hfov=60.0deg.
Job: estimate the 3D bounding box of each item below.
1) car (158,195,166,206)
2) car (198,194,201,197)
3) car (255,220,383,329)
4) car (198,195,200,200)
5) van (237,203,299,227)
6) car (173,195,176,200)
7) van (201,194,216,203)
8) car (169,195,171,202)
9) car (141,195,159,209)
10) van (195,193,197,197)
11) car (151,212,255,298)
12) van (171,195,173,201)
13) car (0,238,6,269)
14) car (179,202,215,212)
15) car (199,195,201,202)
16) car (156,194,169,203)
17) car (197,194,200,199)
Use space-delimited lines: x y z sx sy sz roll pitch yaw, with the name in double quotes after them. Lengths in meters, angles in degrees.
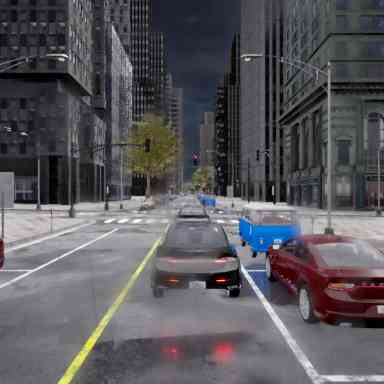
-5.876 1.575 55.665 1.887 1.381 4.507 0 0 0 "car"
2.625 1.625 66.741 1.802 1.307 4.206 0 0 0 "car"
2.764 1.545 6.991 1.887 1.381 4.507 0 0 0 "car"
2.637 1.581 61.327 1.887 1.381 4.507 0 0 0 "car"
2.754 1.343 12.516 1.690 1.788 3.998 0 0 0 "van"
-5.943 1.637 87.398 1.947 1.339 4.313 0 0 0 "car"
2.660 1.366 50.501 1.690 1.788 3.998 0 0 0 "van"
-5.899 1.593 66.243 2.008 1.369 4.403 0 0 0 "car"
-5.860 1.546 44.915 1.752 1.417 4.829 0 0 0 "car"
2.569 1.423 93.807 1.690 1.788 3.998 0 0 0 "van"
0.083 1.493 8.527 2.128 1.511 4.902 0 0 0 "car"
-5.920 1.397 76.821 1.690 1.788 3.998 0 0 0 "van"
-5.791 1.545 6.992 1.887 1.381 4.507 0 0 0 "car"
0.048 1.495 17.913 2.128 1.511 4.902 0 0 1 "car"
2.648 1.596 55.914 1.947 1.339 4.313 0 0 0 "car"
-5.887 1.351 60.954 2.192 1.841 5.009 0 0 0 "car"
2.614 1.600 72.153 2.008 1.369 4.403 0 0 0 "car"
